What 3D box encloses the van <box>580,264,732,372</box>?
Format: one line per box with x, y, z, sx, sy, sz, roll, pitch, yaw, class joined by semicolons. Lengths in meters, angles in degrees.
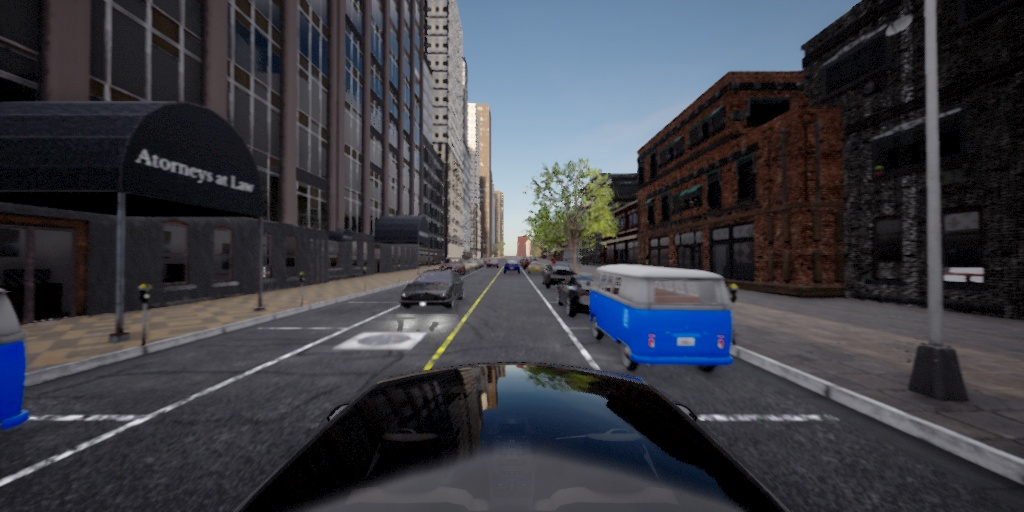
2.687;1.091;7.409;1.690;1.789;3.998;0;0;0;van

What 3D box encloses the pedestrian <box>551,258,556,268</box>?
2.977;1.040;26.396;0.375;1.860;0.375;1;-1;-4;pedestrian

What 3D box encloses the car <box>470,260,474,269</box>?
-5.726;1.262;40.506;1.751;1.417;4.829;0;0;0;car

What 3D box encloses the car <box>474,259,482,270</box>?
-5.737;1.252;51.598;1.751;1.417;4.829;0;0;0;car

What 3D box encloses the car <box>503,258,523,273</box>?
0.010;1.213;42.332;1.882;1.535;5.008;0;0;0;car

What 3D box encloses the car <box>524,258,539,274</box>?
2.655;1.262;40.857;1.751;1.417;4.829;0;0;0;car

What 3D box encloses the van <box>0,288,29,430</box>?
-5.688;1.091;1.854;1.690;1.789;3.998;0;0;0;van

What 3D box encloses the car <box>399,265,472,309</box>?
-3.109;1.297;15.166;2.033;1.411;5.357;0;0;0;car

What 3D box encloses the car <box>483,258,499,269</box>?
-3.100;1.198;57.486;1.882;1.535;5.008;0;0;0;car

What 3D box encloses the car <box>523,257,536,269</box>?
2.644;1.041;51.779;2.192;1.841;5.009;0;0;0;car

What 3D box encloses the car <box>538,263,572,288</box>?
2.980;1.253;23.439;1.837;1.490;4.892;0;0;0;car

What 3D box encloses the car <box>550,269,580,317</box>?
2.682;1.316;12.955;1.948;1.339;4.313;0;0;0;car

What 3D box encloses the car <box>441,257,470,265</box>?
-5.721;1.056;35.131;2.192;1.841;5.009;0;0;0;car
